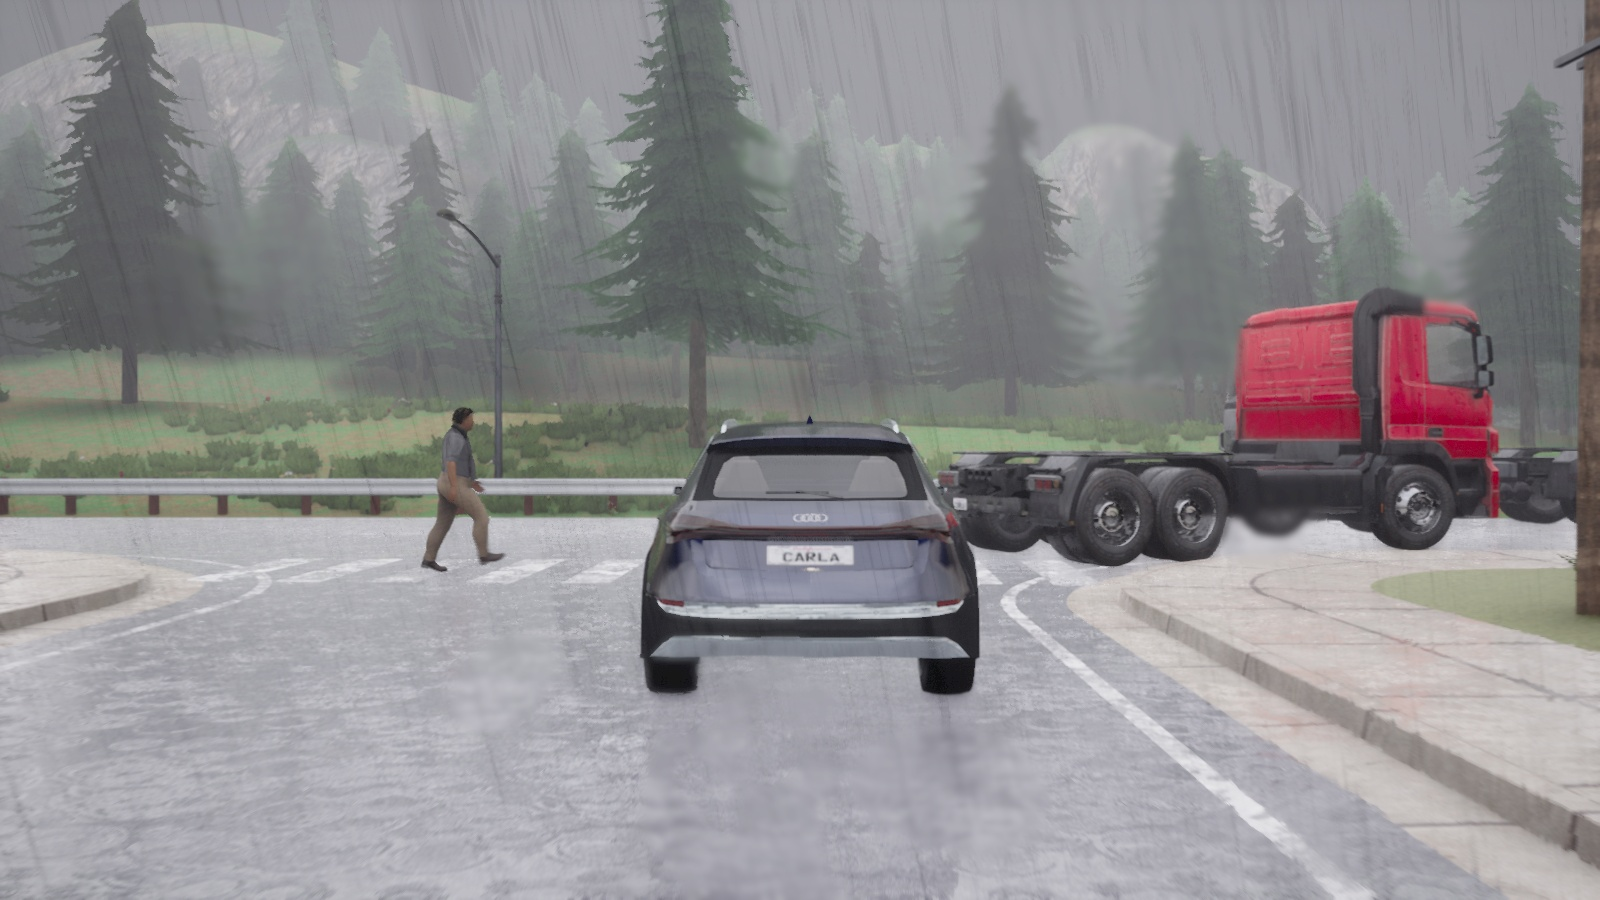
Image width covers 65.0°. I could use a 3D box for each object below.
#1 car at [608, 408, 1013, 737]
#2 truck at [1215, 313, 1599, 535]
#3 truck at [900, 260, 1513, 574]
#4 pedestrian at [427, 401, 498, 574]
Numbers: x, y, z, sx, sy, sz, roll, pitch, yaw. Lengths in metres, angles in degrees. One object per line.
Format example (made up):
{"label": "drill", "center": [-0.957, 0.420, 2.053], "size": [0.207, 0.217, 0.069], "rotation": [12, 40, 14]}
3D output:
{"label": "car", "center": [0.065, 0.593, 8.736], "size": [2.033, 1.649, 4.856], "rotation": [0, 1, 0]}
{"label": "truck", "center": [11.400, -0.426, 21.061], "size": [7.936, 3.462, 2.891], "rotation": [0, 1, 1]}
{"label": "truck", "center": [5.527, -0.392, 16.818], "size": [7.936, 3.462, 2.891], "rotation": [0, 1, -25]}
{"label": "pedestrian", "center": [-3.718, 0.402, 13.824], "size": [0.694, 1.848, 0.540], "rotation": [0, 1, -23]}
